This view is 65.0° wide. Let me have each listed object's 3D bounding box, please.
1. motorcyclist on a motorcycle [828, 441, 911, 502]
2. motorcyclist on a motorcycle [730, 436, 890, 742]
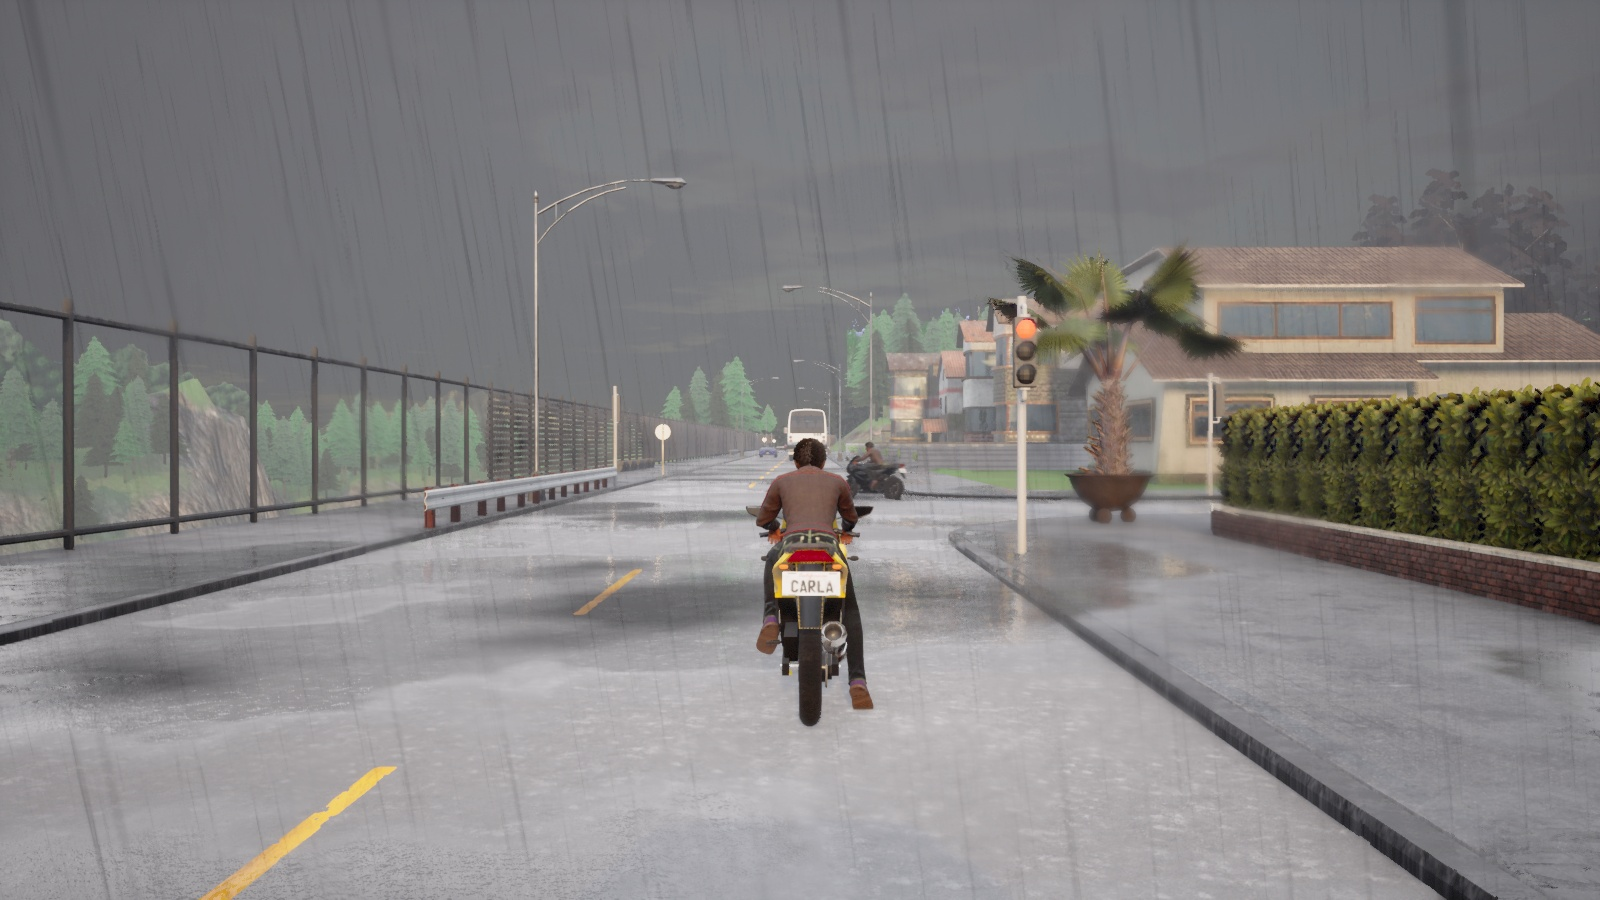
[{"bbox_3d":[1.801,0.546,32.668,2.044,1.523,0.797,0,-3,40],"label":"motorcyclist on a motorcycle"},{"bbox_3d":[0.056,0.688,7.269,0.797,1.523,2.044,0,0,0],"label":"motorcyclist on a motorcycle"}]
